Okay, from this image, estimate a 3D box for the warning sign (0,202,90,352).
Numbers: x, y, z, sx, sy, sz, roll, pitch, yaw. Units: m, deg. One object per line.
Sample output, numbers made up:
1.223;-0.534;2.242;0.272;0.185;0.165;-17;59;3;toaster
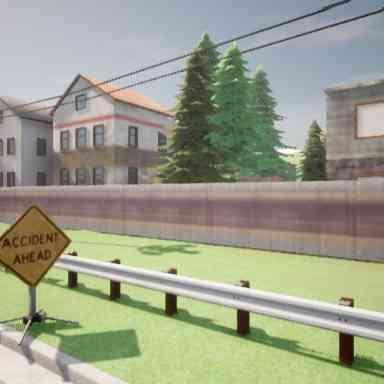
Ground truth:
-2.423;1.099;5.045;1.060;1.860;1.300;0;0;35;warning sign
